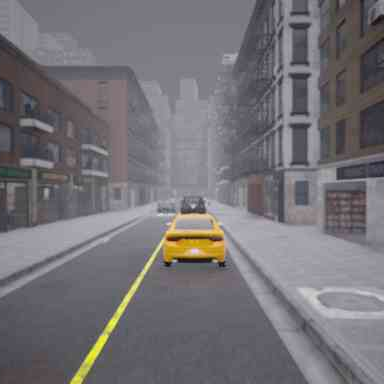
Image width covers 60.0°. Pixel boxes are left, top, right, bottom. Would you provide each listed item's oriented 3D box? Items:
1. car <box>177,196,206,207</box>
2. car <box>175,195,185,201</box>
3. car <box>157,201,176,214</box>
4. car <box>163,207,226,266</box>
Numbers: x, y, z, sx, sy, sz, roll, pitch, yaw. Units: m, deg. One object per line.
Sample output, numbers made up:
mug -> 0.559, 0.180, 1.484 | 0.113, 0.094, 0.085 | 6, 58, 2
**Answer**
car -> 0.100, 1.335, 29.873 | 2.150, 2.045, 5.566 | 0, 0, 0
car -> -2.734, 1.404, 78.407 | 2.128, 1.511, 4.902 | 0, 0, 0
car -> -2.837, 1.707, 37.756 | 1.994, 1.385, 4.181 | 0, 0, 0
car -> 0.088, 1.523, 11.801 | 1.882, 1.535, 5.008 | 0, 0, 0
